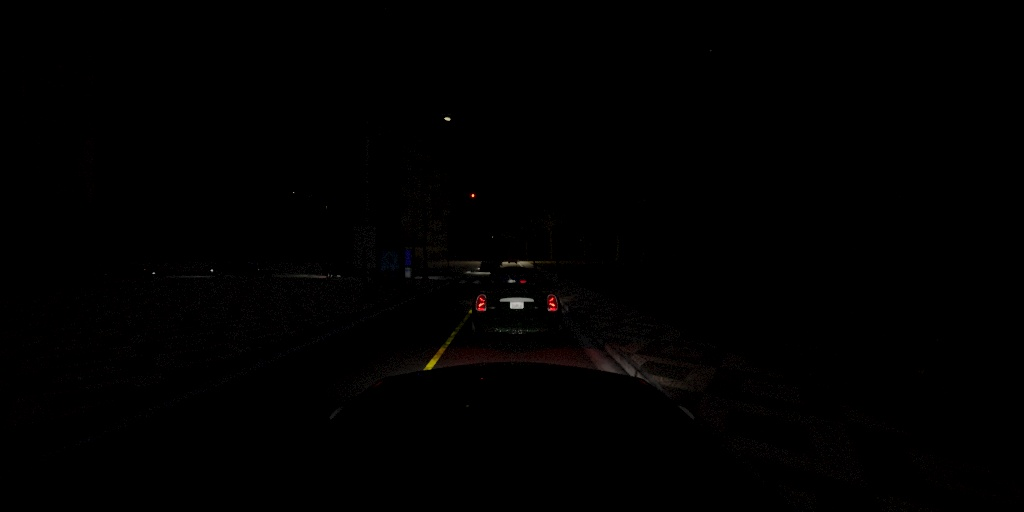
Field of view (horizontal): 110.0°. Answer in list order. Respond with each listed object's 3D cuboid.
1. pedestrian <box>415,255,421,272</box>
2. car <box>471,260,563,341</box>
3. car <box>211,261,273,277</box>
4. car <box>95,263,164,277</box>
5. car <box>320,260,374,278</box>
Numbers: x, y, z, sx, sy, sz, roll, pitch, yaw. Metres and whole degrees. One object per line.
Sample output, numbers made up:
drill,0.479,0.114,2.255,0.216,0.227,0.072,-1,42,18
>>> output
pedestrian,-9.980,0.800,38.122,0.375,1.860,0.375,0,0,2
car,0.114,1.099,9.972,2.097,1.767,4.553,0,0,0
car,-24.238,1.166,32.289,4.902,1.511,2.128,0,0,2
car,-34.690,1.245,32.592,4.718,1.301,1.895,0,1,2
car,-14.453,1.192,32.014,4.902,1.511,2.128,0,1,2
